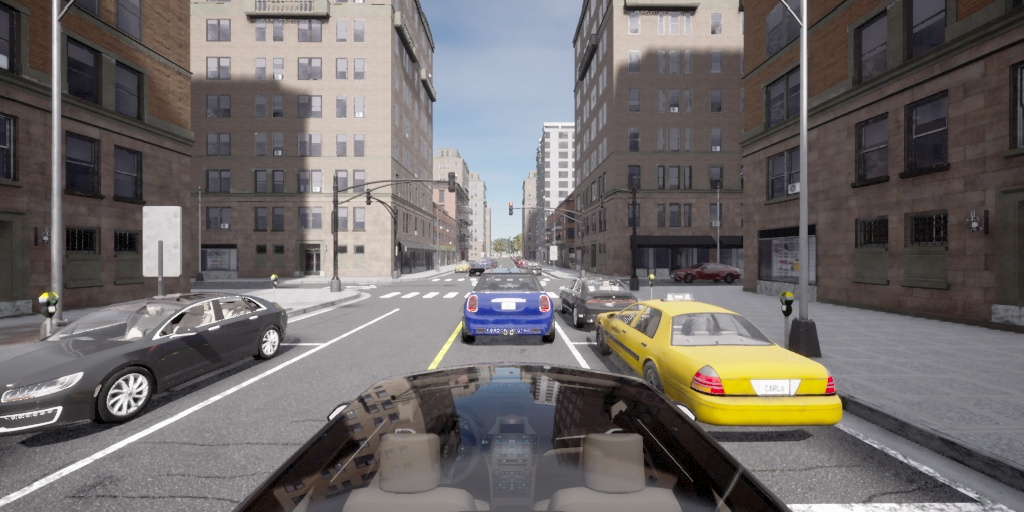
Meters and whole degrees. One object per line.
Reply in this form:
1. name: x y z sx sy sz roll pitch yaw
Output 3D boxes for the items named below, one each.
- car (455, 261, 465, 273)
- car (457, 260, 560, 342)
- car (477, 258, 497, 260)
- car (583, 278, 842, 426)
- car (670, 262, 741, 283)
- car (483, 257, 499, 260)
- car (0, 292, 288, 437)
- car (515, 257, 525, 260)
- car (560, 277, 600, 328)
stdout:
1. car: -5.889 1.272 43.415 1.751 1.417 4.829 0 0 -1
2. car: -0.085 1.102 9.885 2.097 1.767 4.553 0 0 0
3. car: -3.380 1.294 46.264 2.033 1.411 5.357 0 0 0
4. car: 2.602 1.275 5.894 1.751 1.417 4.829 0 0 -1
5. car: 13.930 1.186 25.907 4.674 1.442 1.812 0 0 1
6. car: -3.497 1.308 56.270 1.994 1.385 4.181 0 0 -1
7. car: -5.429 1.300 5.625 2.007 1.370 4.403 0 0 -1
8. car: 1.925 1.182 60.729 1.967 1.591 4.097 0 0 -1
9. car: 2.533 1.300 11.130 2.007 1.370 4.403 0 0 -1
